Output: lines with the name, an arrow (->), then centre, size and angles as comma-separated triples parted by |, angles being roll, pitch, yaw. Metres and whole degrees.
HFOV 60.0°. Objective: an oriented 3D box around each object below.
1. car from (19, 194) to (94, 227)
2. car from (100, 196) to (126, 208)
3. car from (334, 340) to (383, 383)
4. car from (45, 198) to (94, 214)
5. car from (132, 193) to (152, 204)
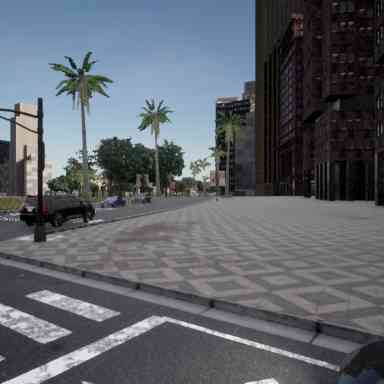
car -> -8.736, 1.127, 22.046 | 2.150, 2.045, 5.566 | 0, 0, 16
car -> -10.218, 1.259, 43.589 | 1.812, 1.442, 4.674 | 0, 1, 13
car -> 3.181, 1.505, 1.441 | 4.892, 1.490, 1.837 | 0, 0, 34
car -> -12.444, 1.362, 34.196 | 2.033, 1.411, 5.357 | 0, 0, 14
car -> -8.087, 0.994, 53.670 | 2.097, 1.767, 4.553 | 0, 1, 11
